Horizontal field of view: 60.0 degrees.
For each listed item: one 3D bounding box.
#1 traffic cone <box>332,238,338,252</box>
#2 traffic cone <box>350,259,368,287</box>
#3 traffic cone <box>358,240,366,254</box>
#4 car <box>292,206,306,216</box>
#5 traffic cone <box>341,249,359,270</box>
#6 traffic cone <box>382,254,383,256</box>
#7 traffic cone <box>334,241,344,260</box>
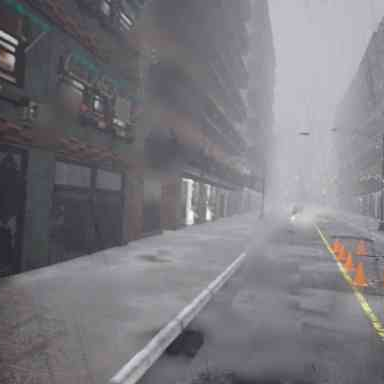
[{"bbox_3d":[6.411,2.344,14.755,0.340,0.580,0.340,2,-1,18],"label":"traffic cone"},{"bbox_3d":[4.573,2.220,9.045,0.340,0.580,0.340,2,-1,18],"label":"traffic cone"},{"bbox_3d":[7.362,2.379,14.449,0.340,0.580,0.340,2,-1,18],"label":"traffic cone"},{"bbox_3d":[14.915,2.612,46.279,1.895,1.301,4.718,2,-1,18],"label":"car"},{"bbox_3d":[5.186,2.261,10.949,0.340,0.580,0.340,2,-1,18],"label":"traffic cone"},{"bbox_3d":[8.312,2.414,14.142,0.340,0.580,0.340,2,-1,18],"label":"traffic cone"},{"bbox_3d":[5.798,2.302,12.852,0.340,0.580,0.340,2,-1,18],"label":"traffic cone"}]
